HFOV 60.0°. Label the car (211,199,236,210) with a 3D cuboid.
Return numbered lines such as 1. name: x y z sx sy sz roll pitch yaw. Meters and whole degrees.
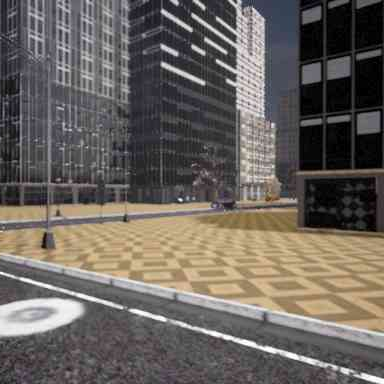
1. car: 4.639 1.805 48.505 2.128 1.511 4.902 0 0 37
